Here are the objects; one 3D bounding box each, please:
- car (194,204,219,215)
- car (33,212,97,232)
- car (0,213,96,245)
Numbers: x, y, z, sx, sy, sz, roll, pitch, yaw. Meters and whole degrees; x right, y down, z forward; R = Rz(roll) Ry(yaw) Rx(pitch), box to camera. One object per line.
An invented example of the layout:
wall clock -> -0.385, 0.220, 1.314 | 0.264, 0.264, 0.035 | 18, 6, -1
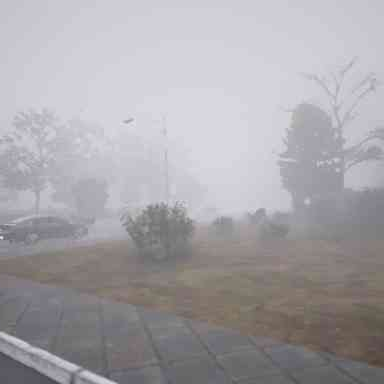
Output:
car -> 2.035, 2.487, 47.753 | 2.128, 1.511, 4.902 | -3, -2, 32
car -> -10.536, 2.481, 27.934 | 1.895, 1.301, 4.718 | -3, -2, 33
car -> -8.171, 2.052, 18.730 | 1.837, 1.490, 4.892 | -3, -2, 34
